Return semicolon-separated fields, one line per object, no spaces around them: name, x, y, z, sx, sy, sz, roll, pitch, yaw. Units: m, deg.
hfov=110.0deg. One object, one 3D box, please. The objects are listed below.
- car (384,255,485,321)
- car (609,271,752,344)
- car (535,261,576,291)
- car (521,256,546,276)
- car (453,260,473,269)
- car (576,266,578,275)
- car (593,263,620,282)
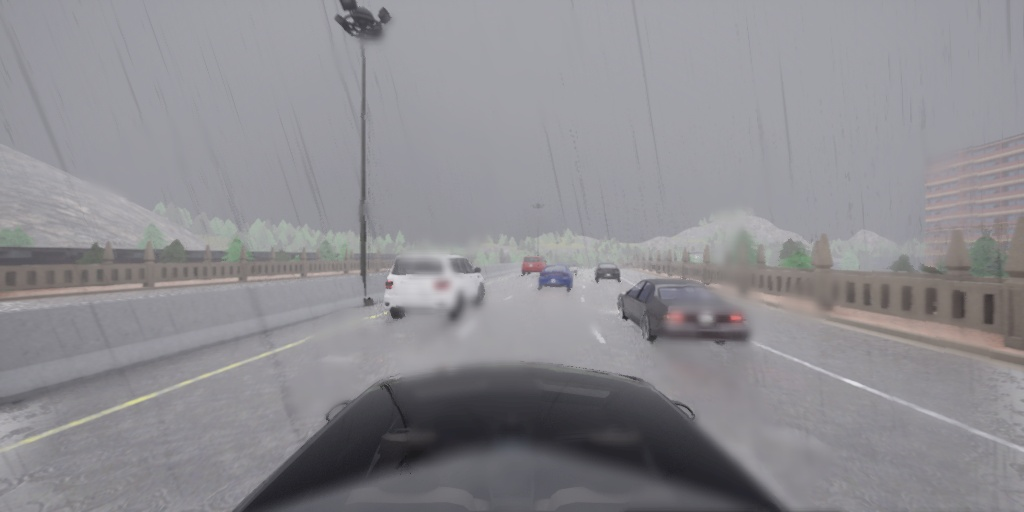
car;-2.456;0.988;12.722;2.150;2.045;5.566;0;0;7
car;4.193;1.322;9.698;2.033;1.411;5.357;0;0;6
car;2.847;1.275;22.560;1.882;1.535;5.008;0;0;11
car;2.411;1.049;38.290;2.150;2.045;5.566;0;0;11
car;-7.909;1.369;58.392;1.812;1.442;4.674;0;0;12
car;6.458;1.441;40.654;1.895;1.301;4.718;0;0;11
car;7.839;1.300;29.763;1.882;1.535;5.008;0;0;11
